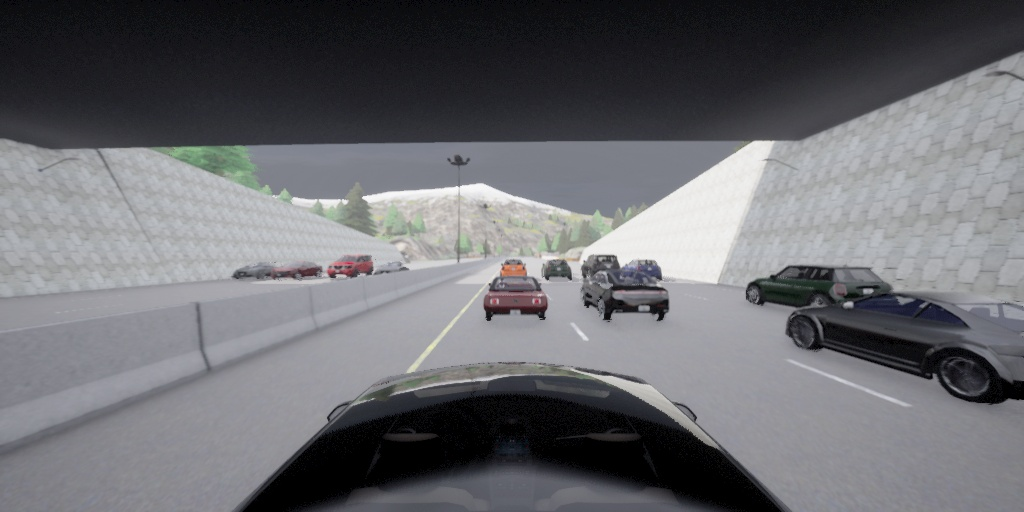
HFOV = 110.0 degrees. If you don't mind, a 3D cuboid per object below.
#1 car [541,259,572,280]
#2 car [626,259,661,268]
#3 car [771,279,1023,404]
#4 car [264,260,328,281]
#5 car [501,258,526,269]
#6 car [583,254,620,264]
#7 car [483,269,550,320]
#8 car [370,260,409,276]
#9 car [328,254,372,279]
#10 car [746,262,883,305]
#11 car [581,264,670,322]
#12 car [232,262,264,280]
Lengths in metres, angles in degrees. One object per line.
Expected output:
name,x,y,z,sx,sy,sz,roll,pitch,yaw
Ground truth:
car,3.622,1.013,29.759,2.097,1.767,4.553,0,0,0
car,10.622,1.013,29.775,2.097,1.767,4.553,0,0,0
car,7.102,1.299,6.292,1.994,1.385,4.181,0,0,0
car,-17.575,1.140,29.537,1.882,1.535,5.008,0,0,0
car,0.122,1.013,29.755,2.097,1.767,4.553,0,0,0
car,7.122,0.884,29.130,2.150,2.045,5.566,0,0,0
car,0.106,1.317,12.448,1.895,1.301,4.718,0,0,0
car,-10.570,1.219,31.726,1.994,1.385,4.181,0,0,0
car,-14.072,0.877,31.689,2.150,2.045,5.566,0,0,0
car,10.606,1.067,12.792,2.097,1.767,4.553,0,0,0
car,3.606,1.208,12.200,2.128,1.511,4.902,0,0,0
car,-21.074,1.225,29.990,1.994,1.385,4.181,0,0,0
